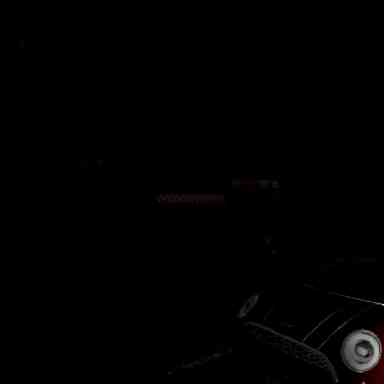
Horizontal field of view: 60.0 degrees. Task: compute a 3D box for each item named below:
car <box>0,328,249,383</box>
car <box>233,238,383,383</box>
[{"bbox_3d":[-2.028,1.564,1.360,4.313,1.339,1.947,0,0,-35],"label":"car"},{"bbox_3d":[2.479,1.450,4.572,4.097,1.590,1.967,0,0,-35],"label":"car"}]
